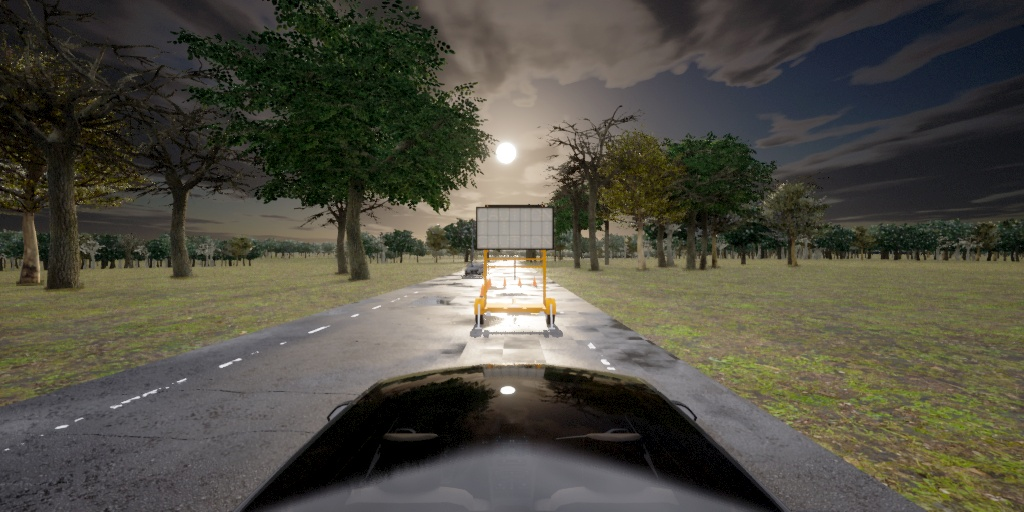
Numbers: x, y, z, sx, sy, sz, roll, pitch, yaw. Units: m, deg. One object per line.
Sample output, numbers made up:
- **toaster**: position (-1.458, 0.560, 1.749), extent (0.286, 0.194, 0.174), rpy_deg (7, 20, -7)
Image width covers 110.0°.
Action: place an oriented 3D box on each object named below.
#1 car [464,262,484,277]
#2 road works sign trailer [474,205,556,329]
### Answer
- **car**: position (-3.494, 1.320, 35.019), extent (1.994, 1.385, 4.181), rpy_deg (0, 0, 0)
- **road works sign trailer**: position (0.089, 0.211, 11.181), extent (2.380, 3.560, 2.880), rpy_deg (0, 0, 0)
